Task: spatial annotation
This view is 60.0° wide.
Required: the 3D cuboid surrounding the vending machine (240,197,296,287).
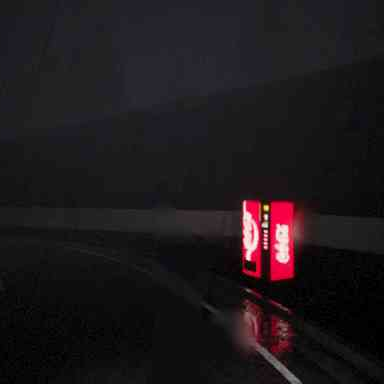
[{"bbox_3d":[1.930,1.195,8.492,1.100,2.100,0.880,0,0,-27],"label":"vending machine"}]
